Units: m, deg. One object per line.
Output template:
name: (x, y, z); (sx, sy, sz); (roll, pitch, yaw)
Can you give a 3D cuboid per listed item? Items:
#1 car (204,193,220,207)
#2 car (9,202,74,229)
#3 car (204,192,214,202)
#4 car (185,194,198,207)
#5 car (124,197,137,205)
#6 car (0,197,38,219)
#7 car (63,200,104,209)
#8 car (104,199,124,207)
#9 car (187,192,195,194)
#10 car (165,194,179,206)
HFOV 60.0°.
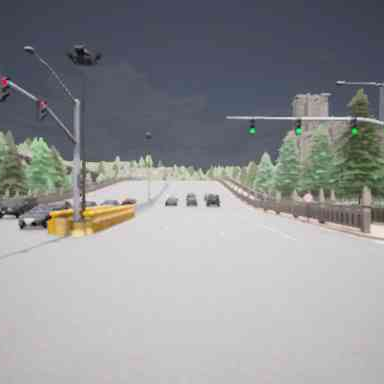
car: (3.489, 1.342, 55.314); (2.150, 2.045, 5.566); (0, 3, 0)
car: (-10.572, 1.743, 23.868); (2.128, 1.511, 4.902); (0, -1, -1)
car: (3.328, 0.911, 65.936); (1.812, 1.442, 4.674); (0, 5, 0)
car: (-0.017, 1.589, 56.053); (1.837, 1.490, 4.892); (0, 3, 0)
car: (-10.629, 1.632, 56.971); (1.895, 1.301, 4.718); (0, 3, 0)
car: (-17.607, 1.578, 33.932); (2.150, 2.045, 5.566); (0, -1, 0)
car: (-10.609, 1.699, 32.976); (2.097, 1.767, 4.553); (0, -1, 0)
car: (-10.630, 1.780, 43.002); (2.097, 1.767, 4.553); (0, 0, 0)
car: (-0.174, 0.818, 66.411); (1.882, 1.535, 5.008); (0, 5, 0)
car: (-3.522, 1.627, 56.437); (1.994, 1.385, 4.181); (0, 3, 0)
